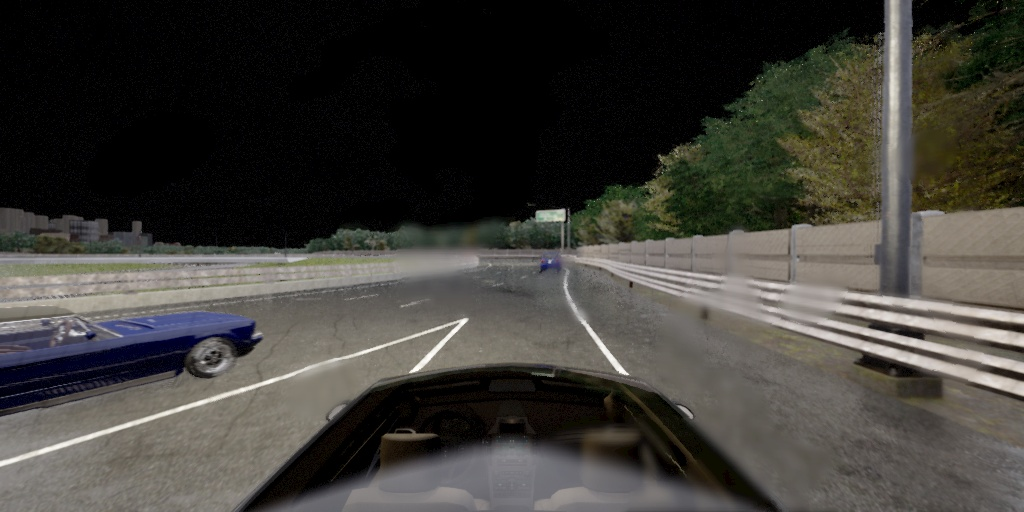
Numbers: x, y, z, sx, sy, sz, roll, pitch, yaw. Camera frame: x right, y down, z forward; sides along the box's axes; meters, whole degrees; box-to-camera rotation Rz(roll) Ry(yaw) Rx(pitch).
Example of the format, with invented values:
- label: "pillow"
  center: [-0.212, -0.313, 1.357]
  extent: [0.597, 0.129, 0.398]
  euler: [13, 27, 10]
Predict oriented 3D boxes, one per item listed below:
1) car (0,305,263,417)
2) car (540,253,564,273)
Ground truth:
- label: "car"
  center: [-6.224, 1.315, 4.732]
  extent: [1.895, 1.301, 4.718]
  euler: [0, 1, 26]
- label: "car"
  center: [4.135, 0.679, 37.220]
  extent: [2.150, 2.045, 5.566]
  euler: [0, 1, 8]
